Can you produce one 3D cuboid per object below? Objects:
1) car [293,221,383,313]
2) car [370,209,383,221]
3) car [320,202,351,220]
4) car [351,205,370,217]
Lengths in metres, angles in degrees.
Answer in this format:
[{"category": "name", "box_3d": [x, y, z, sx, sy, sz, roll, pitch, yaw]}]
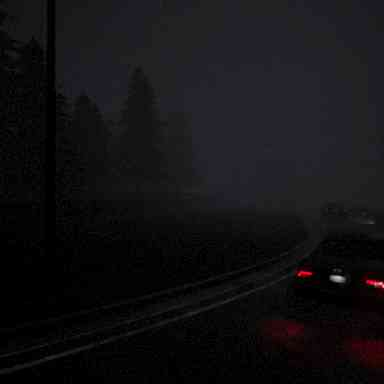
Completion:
[{"category": "car", "box_3d": [4.122, 1.654, 8.060, 2.033, 1.411, 5.357, 0, -1, 36]}, {"category": "car", "box_3d": [15.255, 1.899, 25.261, 1.994, 1.385, 4.181, 0, -1, 17]}, {"category": "car", "box_3d": [13.949, 1.775, 32.892, 2.097, 1.767, 4.553, 0, -1, 17]}, {"category": "car", "box_3d": [19.147, 2.096, 38.020, 1.895, 1.301, 4.718, 0, -1, 17]}]
